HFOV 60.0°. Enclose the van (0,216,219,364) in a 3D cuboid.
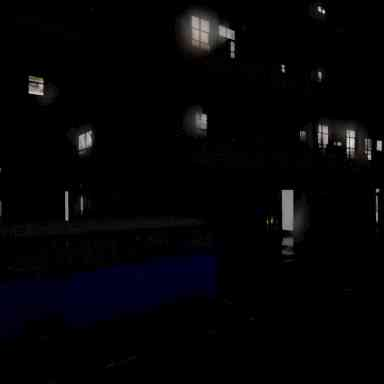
[{"bbox_3d":[-1.416,1.341,5.555,3.998,1.788,1.690,0,0,-35],"label":"van"}]
